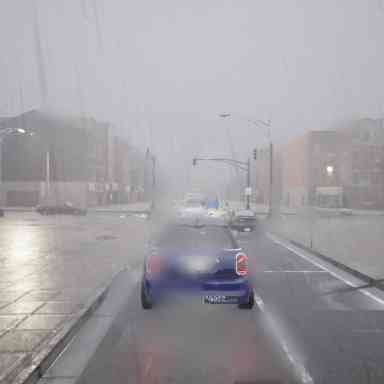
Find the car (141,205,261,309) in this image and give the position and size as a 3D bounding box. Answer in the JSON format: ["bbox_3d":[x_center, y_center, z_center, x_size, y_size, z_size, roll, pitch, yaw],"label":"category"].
[{"bbox_3d":[0.107,1.356,8.018,2.097,1.767,4.553,0,0,0],"label":"car"}]

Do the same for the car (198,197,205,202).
[{"bbox_3d":[2.721,2.144,92.658,1.802,1.307,4.206,-2,-1,0],"label":"car"}]

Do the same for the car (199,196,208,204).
[{"bbox_3d":[2.702,1.829,76.789,1.967,1.590,4.097,-1,-1,0],"label":"car"}]

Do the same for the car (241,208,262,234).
[{"bbox_3d":[2.645,1.573,18.089,2.008,1.369,4.403,-1,0,0],"label":"car"}]

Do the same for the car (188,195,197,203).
[{"bbox_3d":[0.095,1.709,85.859,2.150,2.045,5.566,0,-1,0],"label":"car"}]

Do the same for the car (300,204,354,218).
[{"bbox_3d":[13.283,1.828,33.051,4.718,1.301,1.895,1,1,1],"label":"car"}]

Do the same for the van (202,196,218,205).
[{"bbox_3d":[2.668,1.477,45.048,1.690,1.788,3.998,-1,0,0],"label":"van"}]

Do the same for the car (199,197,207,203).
[{"bbox_3d":[2.710,1.987,82.078,1.887,1.381,4.507,-1,-1,0],"label":"car"}]

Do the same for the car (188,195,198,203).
[{"bbox_3d":[0.086,1.899,75.479,2.128,1.511,4.902,0,-1,0],"label":"car"}]

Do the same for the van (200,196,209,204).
[{"bbox_3d":[2.694,1.678,71.500,1.690,1.788,3.998,-1,-1,0],"label":"van"}]

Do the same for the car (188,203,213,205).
[{"bbox_3d":[0.148,1.547,17.837,1.812,1.442,4.674,0,0,1],"label":"car"}]

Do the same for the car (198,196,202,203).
[{"bbox_3d":[2.678,1.520,55.630,2.192,1.841,5.009,-1,0,0],"label":"car"}]

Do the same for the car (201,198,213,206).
[{"bbox_3d":[2.688,1.797,60.917,2.008,1.369,4.403,-1,-1,0],"label":"car"}]

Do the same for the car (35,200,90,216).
[{"bbox_3d":[-11.686,1.460,30.157,4.674,1.442,1.812,1,1,2],"label":"car"}]
